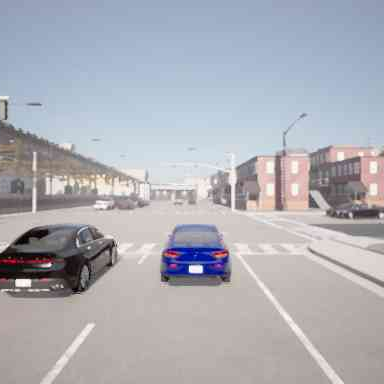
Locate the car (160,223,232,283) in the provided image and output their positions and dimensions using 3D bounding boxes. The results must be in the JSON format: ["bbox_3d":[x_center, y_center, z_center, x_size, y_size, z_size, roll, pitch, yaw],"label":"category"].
[{"bbox_3d":[0.115,1.649,9.995,1.812,1.442,4.674,0,-1,1],"label":"car"}]

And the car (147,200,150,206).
[{"bbox_3d":[-10.490,2.447,74.126,2.033,1.411,5.357,0,-1,0],"label":"car"}]

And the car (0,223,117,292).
[{"bbox_3d":[-3.416,1.619,9.183,1.837,1.490,4.892,0,0,0],"label":"car"}]

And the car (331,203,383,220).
[{"bbox_3d":[16.727,1.890,32.547,4.902,1.511,2.128,0,-1,0],"label":"car"}]

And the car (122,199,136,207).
[{"bbox_3d":[-13.990,2.430,73.999,2.128,1.511,4.902,0,-1,0],"label":"car"}]

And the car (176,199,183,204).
[{"bbox_3d":[-3.487,2.639,91.190,1.812,1.442,4.674,0,-1,0],"label":"car"}]

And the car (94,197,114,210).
[{"bbox_3d":[-14.080,1.879,53.678,2.150,2.045,5.566,0,-1,0],"label":"car"}]

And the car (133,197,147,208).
[{"bbox_3d":[-10.522,1.998,63.439,2.150,2.045,5.566,0,-1,0],"label":"car"}]

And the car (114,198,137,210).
[{"bbox_3d":[-10.580,2.133,53.553,1.882,1.535,5.008,0,-1,0],"label":"car"}]

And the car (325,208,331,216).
[{"bbox_3d":[17.026,1.946,36.054,4.892,1.490,1.837,0,-1,0],"label":"car"}]

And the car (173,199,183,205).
[{"bbox_3d":[-3.489,2.587,81.094,1.895,1.301,4.718,0,-1,0],"label":"car"}]

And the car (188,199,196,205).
[{"bbox_3d":[0.011,2.490,80.950,1.837,1.490,4.892,0,-1,0],"label":"car"}]

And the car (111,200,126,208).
[{"bbox_3d":[-14.016,2.343,63.688,1.994,1.385,4.181,0,-1,0],"label":"car"}]
